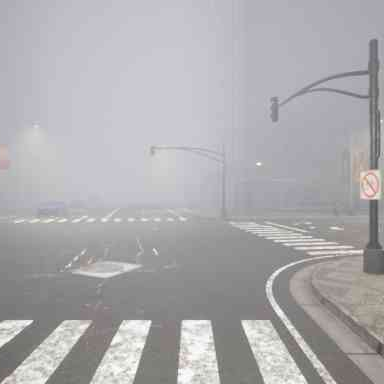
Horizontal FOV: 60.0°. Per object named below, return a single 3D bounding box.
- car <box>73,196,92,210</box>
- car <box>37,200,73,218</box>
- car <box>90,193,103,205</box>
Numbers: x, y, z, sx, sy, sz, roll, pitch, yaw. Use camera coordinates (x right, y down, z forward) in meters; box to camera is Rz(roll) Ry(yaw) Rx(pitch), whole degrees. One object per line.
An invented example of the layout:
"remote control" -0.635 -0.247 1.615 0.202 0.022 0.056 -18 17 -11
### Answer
"car" -14.881 1.590 44.043 1.994 1.385 4.181 0 0 -9
"car" -12.790 1.492 30.763 1.882 1.535 5.008 0 0 -8
"car" -17.509 1.272 60.576 2.150 2.045 5.566 0 0 -9
